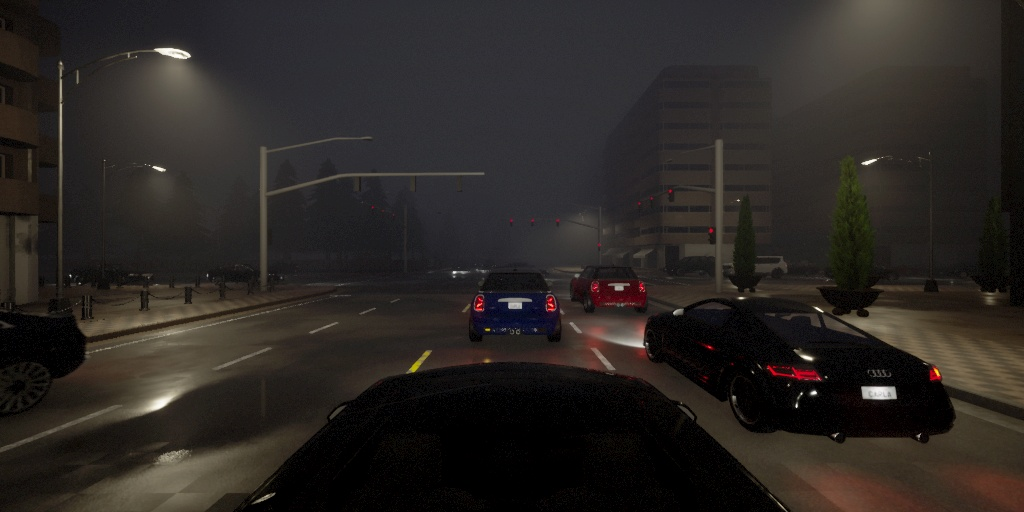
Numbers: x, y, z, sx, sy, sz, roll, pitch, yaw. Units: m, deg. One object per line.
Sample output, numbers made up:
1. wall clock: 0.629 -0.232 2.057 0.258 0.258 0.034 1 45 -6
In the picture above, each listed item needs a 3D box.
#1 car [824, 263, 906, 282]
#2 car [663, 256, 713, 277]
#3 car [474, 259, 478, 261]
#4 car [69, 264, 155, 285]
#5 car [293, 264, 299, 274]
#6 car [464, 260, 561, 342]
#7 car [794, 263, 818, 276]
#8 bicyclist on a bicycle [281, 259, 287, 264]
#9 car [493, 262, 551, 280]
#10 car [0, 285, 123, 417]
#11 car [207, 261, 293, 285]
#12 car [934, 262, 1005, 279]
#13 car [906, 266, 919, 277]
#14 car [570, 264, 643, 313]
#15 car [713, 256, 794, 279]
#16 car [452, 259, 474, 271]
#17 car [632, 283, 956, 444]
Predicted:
1. car: 28.581 1.283 29.376 5.008 1.535 1.882 0 0 0
2. car: 18.432 1.028 36.537 5.566 2.045 2.150 0 0 0
3. car: -6.002 1.255 59.474 1.837 1.490 4.892 0 0 9
4. car: -28.522 1.297 25.671 4.902 1.511 2.128 0 0 0
5. car: -24.320 1.297 36.351 4.902 1.511 2.128 0 0 0
6. car: 0.085 1.102 9.945 2.097 1.767 4.553 0 0 0
7. car: 28.192 1.406 36.571 4.718 1.301 1.895 0 0 0
8. bicyclist on a bicycle: -25.600 1.106 40.164 0.582 1.620 1.656 0 0 0
9. car: 0.870 1.320 33.274 5.357 1.411 2.033 0 0 42
10. car: -7.098 1.241 3.110 2.128 1.511 4.902 0 0 0
11. car: -18.988 1.297 25.704 4.902 1.511 2.128 0 0 0
12. car: 42.139 1.283 33.101 5.008 1.535 1.882 0 0 0
13. car: 38.238 1.406 36.598 4.718 1.301 1.895 0 0 0
14. car: 3.609 1.102 14.172 2.097 1.767 4.553 0 0 0
15. car: 22.178 1.027 33.051 5.566 2.045 2.150 0 0 0
16. car: -6.845 1.314 48.692 1.994 1.385 4.181 0 0 3
17. car: 3.608 1.314 5.531 1.994 1.385 4.181 0 0 0
